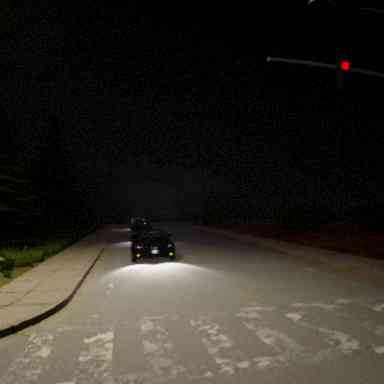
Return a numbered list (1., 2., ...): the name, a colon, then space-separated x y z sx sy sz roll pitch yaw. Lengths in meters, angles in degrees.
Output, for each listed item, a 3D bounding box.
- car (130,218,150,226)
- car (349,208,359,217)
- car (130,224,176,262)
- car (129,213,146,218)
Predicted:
1. car: -4.184 3.223 28.180 2.033 1.411 5.357 -1 -3 -11
2. car: 33.462 4.053 65.686 4.553 1.767 2.097 -1 -3 -8
3. car: -1.996 2.550 16.562 1.994 1.385 4.181 -1 -3 -11
4. car: -7.954 4.107 48.687 2.150 2.045 5.566 -1 -3 -11
